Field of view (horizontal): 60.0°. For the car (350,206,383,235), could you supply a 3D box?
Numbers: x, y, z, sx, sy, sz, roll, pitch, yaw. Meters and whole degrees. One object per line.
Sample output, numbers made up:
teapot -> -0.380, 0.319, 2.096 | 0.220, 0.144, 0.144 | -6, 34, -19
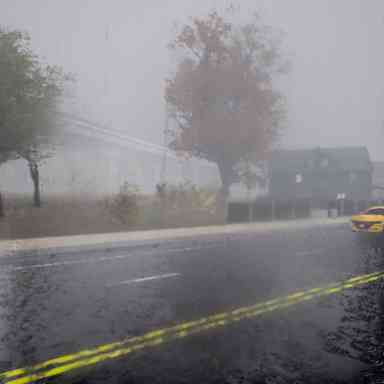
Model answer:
car -> 11.401, 1.608, 19.804 | 5.008, 1.535, 1.882 | 0, 0, -35
